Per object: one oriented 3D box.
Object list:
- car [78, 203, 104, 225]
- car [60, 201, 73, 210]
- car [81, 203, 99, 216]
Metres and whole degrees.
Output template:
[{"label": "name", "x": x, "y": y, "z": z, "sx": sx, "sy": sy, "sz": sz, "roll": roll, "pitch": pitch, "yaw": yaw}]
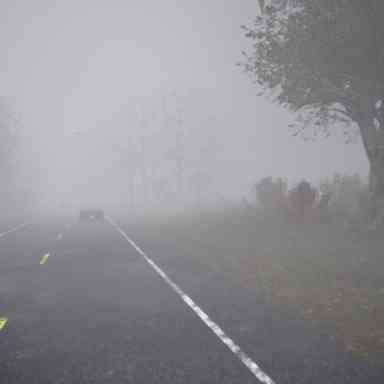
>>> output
[{"label": "car", "x": -8.375, "y": 1.820, "z": 27.744, "sx": 1.882, "sy": 1.535, "sz": 5.008, "roll": -1, "pitch": -1, "yaw": -17}, {"label": "car", "x": -21.332, "y": 2.236, "z": 56.826, "sx": 1.882, "sy": 1.535, "sz": 5.008, "roll": -1, "pitch": -1, "yaw": -18}, {"label": "car", "x": -12.615, "y": 2.066, "z": 41.162, "sx": 1.994, "sy": 1.385, "sz": 4.181, "roll": -1, "pitch": 0, "yaw": -18}]
